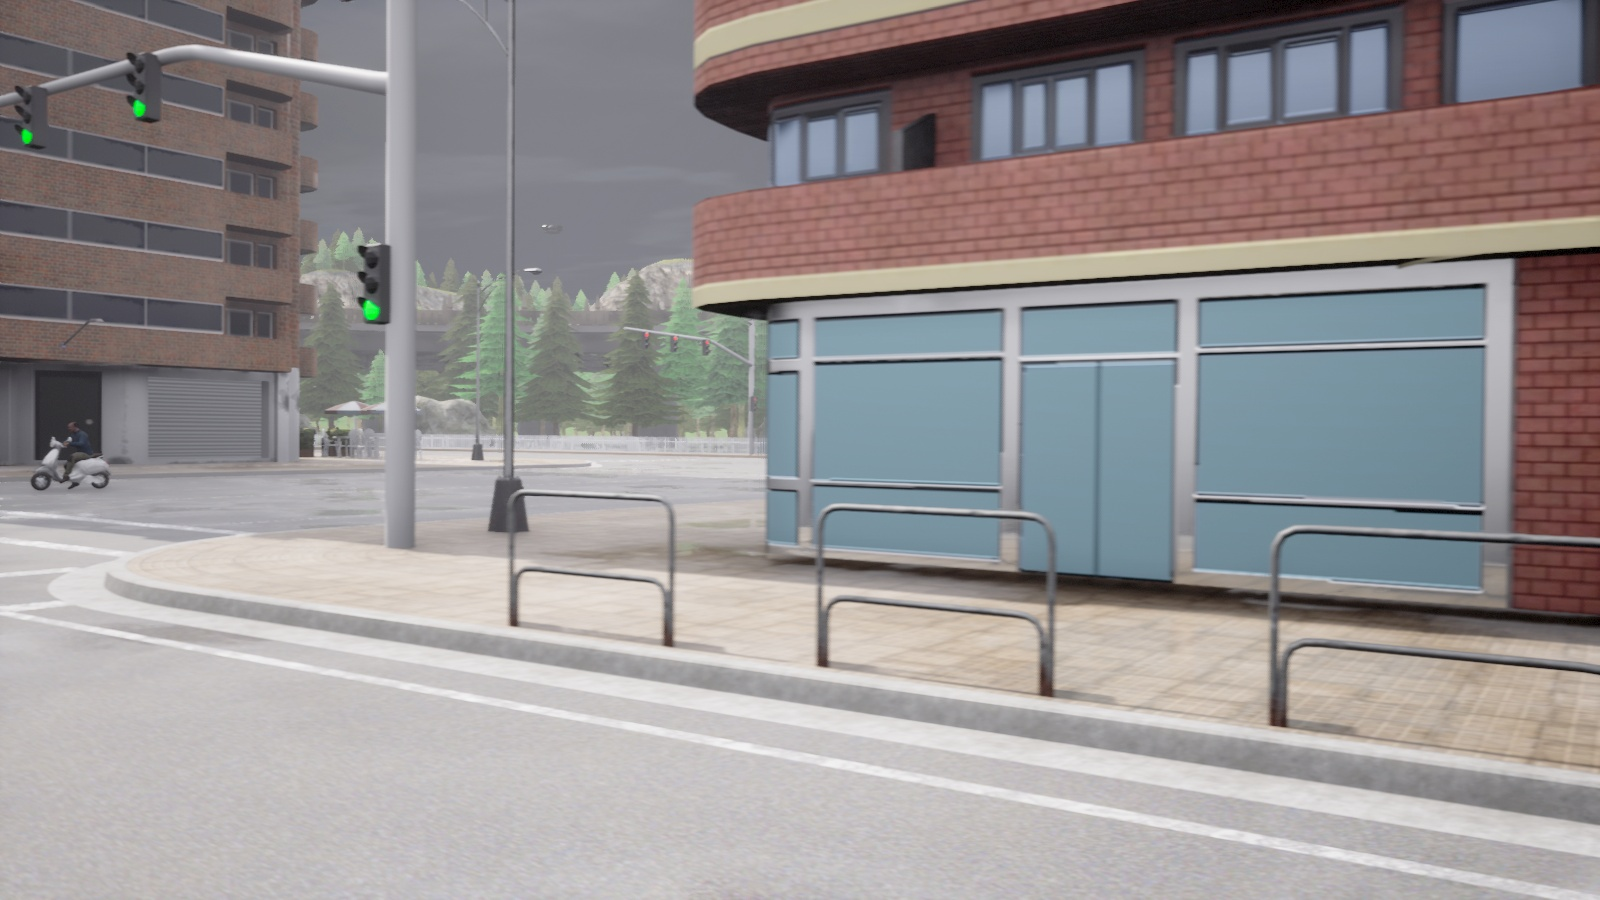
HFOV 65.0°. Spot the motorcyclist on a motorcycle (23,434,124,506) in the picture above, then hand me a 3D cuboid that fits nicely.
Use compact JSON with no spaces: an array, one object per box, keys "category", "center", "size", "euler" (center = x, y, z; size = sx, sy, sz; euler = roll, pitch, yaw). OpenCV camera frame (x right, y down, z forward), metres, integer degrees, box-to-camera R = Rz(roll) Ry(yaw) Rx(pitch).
[{"category":"motorcyclist on a motorcycle","center":[-16.807,0.440,29.096],"size":[0.866,1.590,1.817],"euler":[0,1,34]}]
